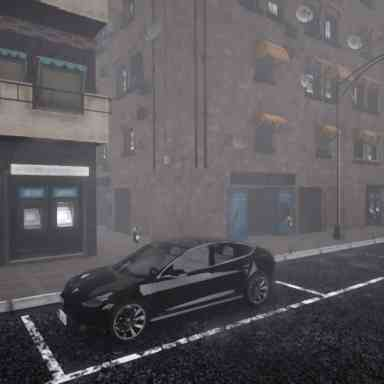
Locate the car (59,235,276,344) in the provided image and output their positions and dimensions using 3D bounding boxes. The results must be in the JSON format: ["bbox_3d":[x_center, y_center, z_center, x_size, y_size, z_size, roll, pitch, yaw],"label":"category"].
[{"bbox_3d":[-0.224,1.565,6.415,4.313,1.339,1.947,0,0,-36],"label":"car"}]
